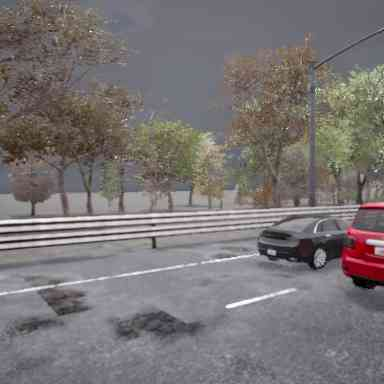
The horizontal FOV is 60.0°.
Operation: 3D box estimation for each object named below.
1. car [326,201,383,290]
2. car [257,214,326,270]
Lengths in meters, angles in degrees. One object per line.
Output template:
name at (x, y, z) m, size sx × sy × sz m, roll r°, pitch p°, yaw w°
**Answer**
car at (5.838, 1.233, 7.910) m, size 5.566 × 2.045 × 2.150 m, roll 0°, pitch 0°, yaw -35°
car at (4.299, 1.516, 11.114) m, size 4.892 × 1.490 × 1.837 m, roll 0°, pitch 0°, yaw -35°
